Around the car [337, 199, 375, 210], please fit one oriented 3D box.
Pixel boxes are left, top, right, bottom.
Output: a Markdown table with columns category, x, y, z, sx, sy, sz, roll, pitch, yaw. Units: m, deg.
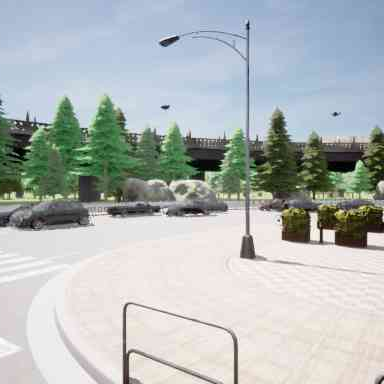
| category | x | y | z | sx | sy | sz | roll | pitch | yaw |
| --- | --- | --- | --- | --- | --- | --- | --- | --- | --- |
| car | 19.756 | 1.509 | 40.175 | 4.181 | 1.385 | 1.994 | 0 | 0 | 0 |

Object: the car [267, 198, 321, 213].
| category | x | y | z | sx | sy | sz | roll | pitch | yaw |
| --- | --- | --- | --- | --- | --- | --- | --- | --- | --- |
| car | 11.306 | 1.492 | 35.760 | 5.357 | 1.411 | 2.033 | 0 | 0 | -15 |

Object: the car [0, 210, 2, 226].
| category | x | y | z | sx | sy | sz | roll | pitch | yaw |
| --- | --- | --- | --- | --- | --- | --- | --- | --- | --- |
| car | -11.391 | 1.492 | 22.723 | 2.033 | 1.411 | 5.357 | 0 | 0 | 37 |

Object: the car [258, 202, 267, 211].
| category | x | y | z | sx | sy | sz | roll | pitch | yaw |
| --- | --- | --- | --- | --- | --- | --- | --- | --- | --- |
| car | 9.980 | 1.470 | 38.799 | 4.674 | 1.442 | 1.812 | 0 | 0 | -15 |

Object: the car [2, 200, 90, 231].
| category | x | y | z | sx | sy | sz | roll | pitch | yaw |
| --- | --- | --- | --- | --- | --- | --- | --- | --- | --- |
| car | -8.654 | 1.296 | 20.488 | 2.097 | 1.767 | 4.553 | 0 | 0 | 37 |

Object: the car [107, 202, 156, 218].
| category | x | y | z | sx | sy | sz | roll | pitch | yaw |
| --- | --- | --- | --- | --- | --- | --- | --- | --- | --- |
| car | -5.238 | 1.545 | 30.079 | 4.718 | 1.301 | 1.895 | 0 | 0 | -44 |

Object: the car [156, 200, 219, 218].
| category | x | y | z | sx | sy | sz | roll | pitch | yaw |
| --- | --- | --- | --- | --- | --- | --- | --- | --- | --- |
| car | -0.324 | 1.434 | 29.734 | 4.902 | 1.511 | 2.128 | 0 | 0 | -37 |

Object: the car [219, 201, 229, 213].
| category | x | y | z | sx | sy | sz | roll | pitch | yaw |
| --- | --- | --- | --- | --- | --- | --- | --- | --- | --- |
| car | 1.853 | 1.508 | 35.367 | 4.181 | 1.385 | 1.994 | 0 | 0 | -29 |

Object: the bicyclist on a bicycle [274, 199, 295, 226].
| category | x | y | z | sx | sy | sz | roll | pitch | yaw |
| --- | --- | --- | --- | --- | --- | --- | --- | --- | --- |
| bicyclist on a bicycle | 5.554 | 1.245 | 19.593 | 0.582 | 1.620 | 1.656 | 0 | 0 | -44 |
